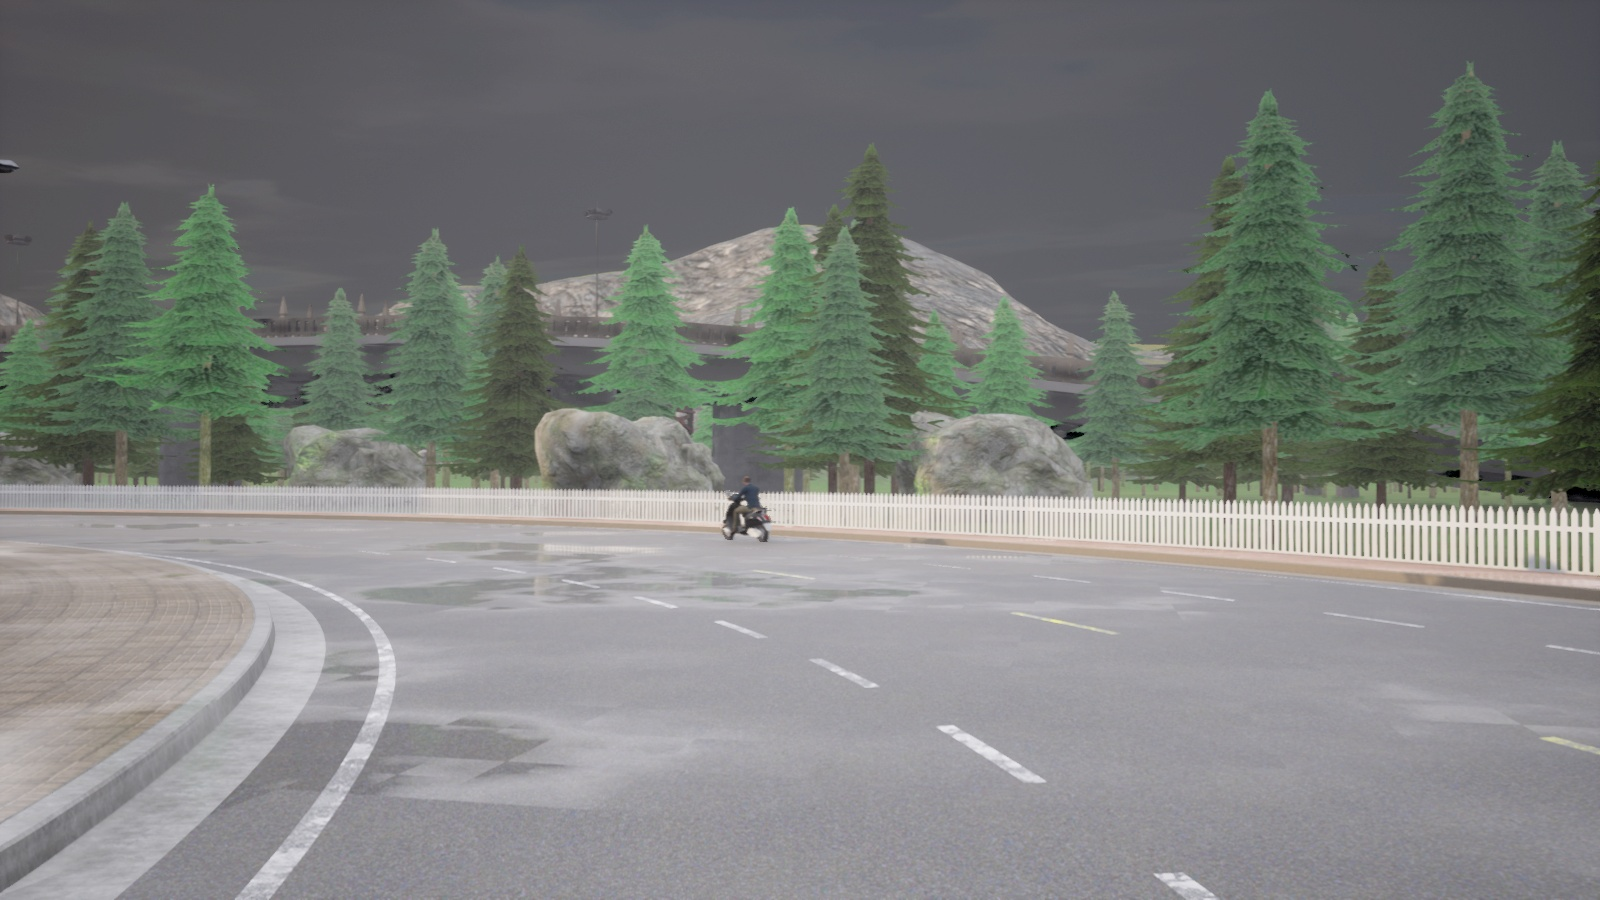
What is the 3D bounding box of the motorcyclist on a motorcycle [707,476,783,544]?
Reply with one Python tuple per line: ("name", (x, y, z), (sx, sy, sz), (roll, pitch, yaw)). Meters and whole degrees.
("motorcyclist on a motorcycle", (-1.345, 1.432, 30.406), (0.866, 1.590, 1.817), (0, -1, -42))
